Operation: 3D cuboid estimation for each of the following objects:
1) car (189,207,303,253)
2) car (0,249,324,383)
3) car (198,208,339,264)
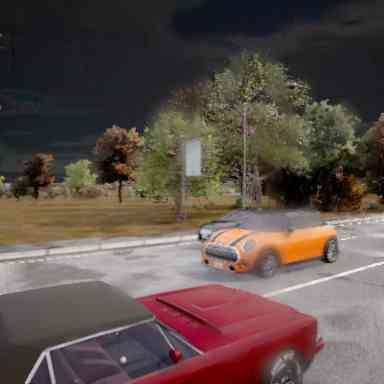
[{"bbox_3d":[2.472,1.508,14.608,4.902,1.511,2.128,0,0,-37],"label":"car"},{"bbox_3d":[-0.818,1.606,3.211,4.718,1.301,1.895,0,0,-36],"label":"car"},{"bbox_3d":[2.496,1.363,10.245,4.553,1.767,2.097,0,0,-37],"label":"car"}]
